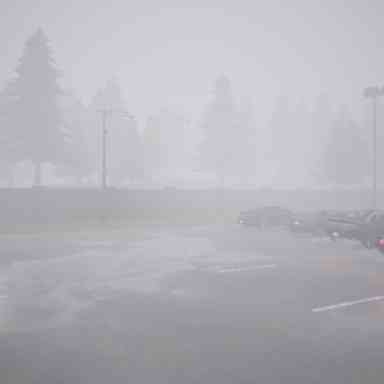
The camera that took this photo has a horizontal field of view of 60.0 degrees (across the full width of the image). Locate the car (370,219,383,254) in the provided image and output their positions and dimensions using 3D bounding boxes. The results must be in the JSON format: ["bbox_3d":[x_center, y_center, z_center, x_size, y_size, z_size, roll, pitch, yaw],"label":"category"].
[{"bbox_3d":[8.493,1.646,11.160,4.718,1.301,1.895,0,0,-26],"label":"car"}]

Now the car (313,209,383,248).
[{"bbox_3d":[8.133,1.543,14.873,4.902,1.511,2.128,0,0,-26],"label":"car"}]

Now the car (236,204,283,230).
[{"bbox_3d":[5.144,1.560,21.204,4.892,1.490,1.837,0,0,-26],"label":"car"}]

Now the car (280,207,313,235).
[{"bbox_3d":[7.311,1.620,18.364,4.181,1.385,1.994,0,0,-26],"label":"car"}]
